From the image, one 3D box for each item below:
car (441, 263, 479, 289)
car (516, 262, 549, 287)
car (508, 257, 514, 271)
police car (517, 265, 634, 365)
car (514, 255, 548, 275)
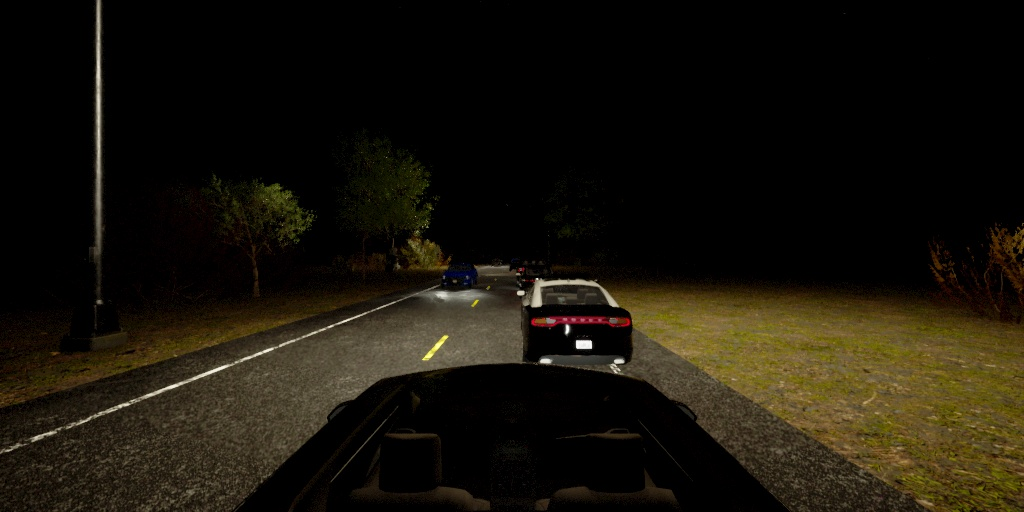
[{"bbox_3d":[-3.306,1.217,23.410,1.882,1.535,5.008,0,0,1],"label":"car"},{"bbox_3d":[1.278,1.250,18.052,1.837,1.490,4.892,0,0,1],"label":"car"},{"bbox_3d":[0.630,1.234,46.583,1.812,1.442,4.674,0,0,1],"label":"car"},{"bbox_3d":[1.152,1.174,8.163,1.930,1.638,5.238,0,0,1],"label":"police car"},{"bbox_3d":[1.354,0.964,24.081,2.150,2.045,5.566,0,0,1],"label":"car"}]
